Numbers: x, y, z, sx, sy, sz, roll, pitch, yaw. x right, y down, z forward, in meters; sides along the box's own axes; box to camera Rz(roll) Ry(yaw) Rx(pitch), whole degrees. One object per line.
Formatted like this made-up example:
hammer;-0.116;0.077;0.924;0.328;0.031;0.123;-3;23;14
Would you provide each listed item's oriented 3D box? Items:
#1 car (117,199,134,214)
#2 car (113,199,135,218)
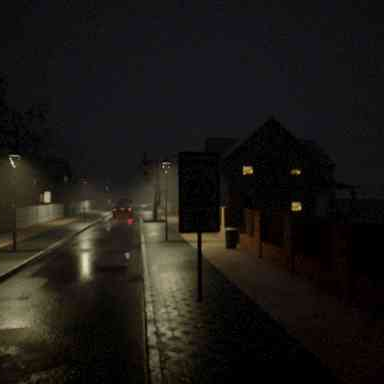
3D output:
car;-9.483;1.992;47.947;2.150;2.045;5.566;0;-1;-9
car;-7.820;1.961;37.935;2.097;1.767;4.553;0;-1;-9
